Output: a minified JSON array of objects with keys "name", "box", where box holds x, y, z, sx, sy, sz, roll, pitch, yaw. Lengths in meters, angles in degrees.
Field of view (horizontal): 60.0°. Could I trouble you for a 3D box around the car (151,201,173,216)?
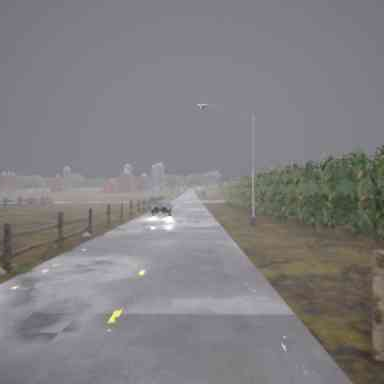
[{"name":"car","box":[-2.844,1.503,32.070,1.895,1.301,4.718,0,0,0]}]
